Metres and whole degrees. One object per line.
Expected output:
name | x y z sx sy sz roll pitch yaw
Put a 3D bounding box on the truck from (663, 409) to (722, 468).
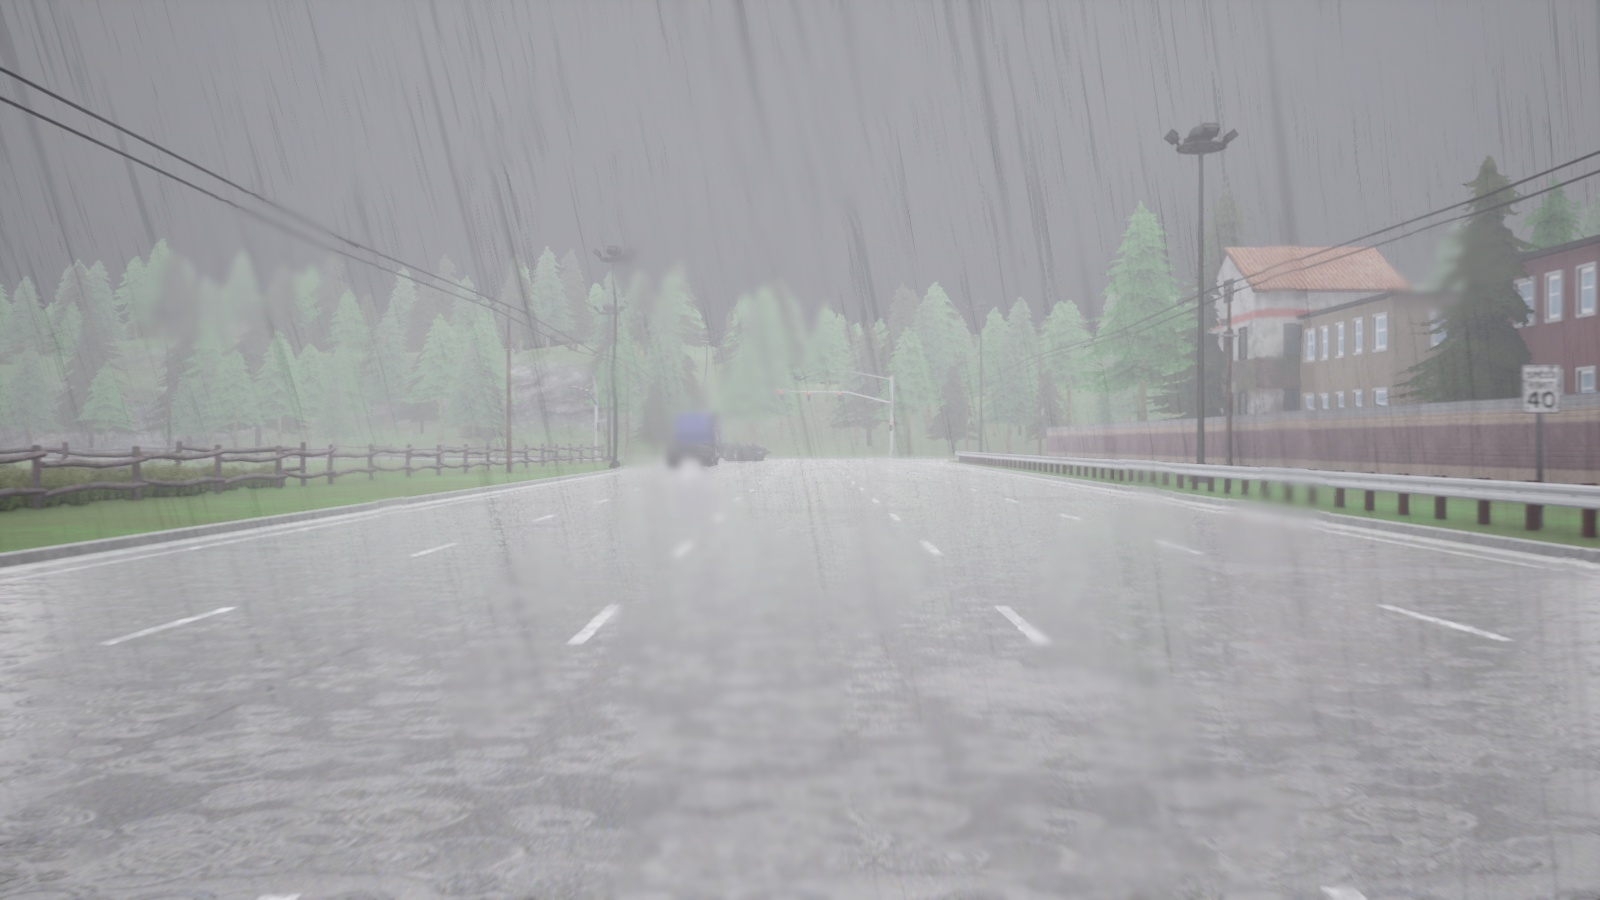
truck | -6.546 -0.676 77.555 2.891 3.462 7.936 0 0 0
